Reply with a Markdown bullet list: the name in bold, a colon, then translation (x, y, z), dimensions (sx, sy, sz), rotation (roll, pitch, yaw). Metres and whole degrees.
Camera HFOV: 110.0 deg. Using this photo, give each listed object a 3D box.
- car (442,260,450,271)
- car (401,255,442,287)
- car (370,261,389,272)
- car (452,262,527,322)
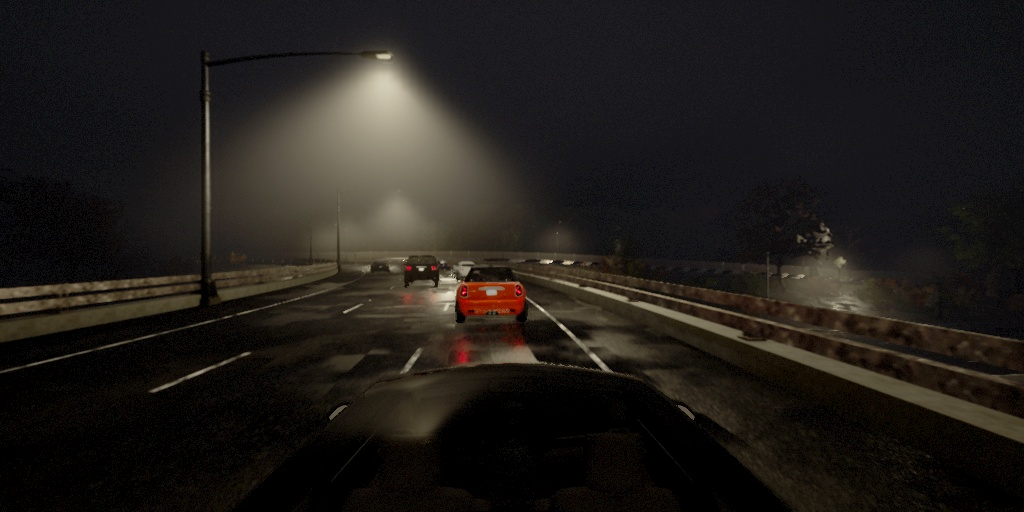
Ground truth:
- **car**: translation (-9.325, 1.190, 45.785), dimensions (2.033, 1.411, 5.357), rotation (0, 0, -24)
- **car**: translation (-6.091, 0.920, 24.442), dimensions (2.150, 2.045, 5.566), rotation (0, 0, -12)
- **car**: translation (-16.186, 1.241, 43.792), dimensions (1.994, 1.385, 4.181), rotation (0, 0, -23)
- **car**: translation (-0.800, 1.070, 12.396), dimensions (2.097, 1.767, 4.553), rotation (0, 0, -6)
